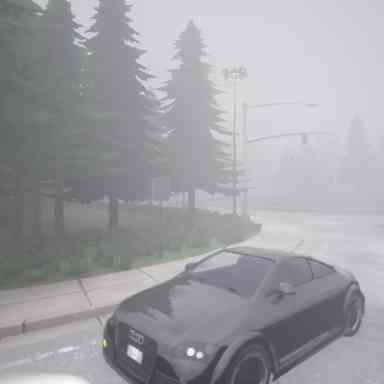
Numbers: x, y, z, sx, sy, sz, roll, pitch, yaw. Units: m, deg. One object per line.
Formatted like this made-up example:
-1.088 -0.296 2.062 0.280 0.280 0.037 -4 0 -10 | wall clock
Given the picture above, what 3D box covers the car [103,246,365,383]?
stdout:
0.863 1.564 4.930 4.181 1.385 1.994 0 0 -42 | car
